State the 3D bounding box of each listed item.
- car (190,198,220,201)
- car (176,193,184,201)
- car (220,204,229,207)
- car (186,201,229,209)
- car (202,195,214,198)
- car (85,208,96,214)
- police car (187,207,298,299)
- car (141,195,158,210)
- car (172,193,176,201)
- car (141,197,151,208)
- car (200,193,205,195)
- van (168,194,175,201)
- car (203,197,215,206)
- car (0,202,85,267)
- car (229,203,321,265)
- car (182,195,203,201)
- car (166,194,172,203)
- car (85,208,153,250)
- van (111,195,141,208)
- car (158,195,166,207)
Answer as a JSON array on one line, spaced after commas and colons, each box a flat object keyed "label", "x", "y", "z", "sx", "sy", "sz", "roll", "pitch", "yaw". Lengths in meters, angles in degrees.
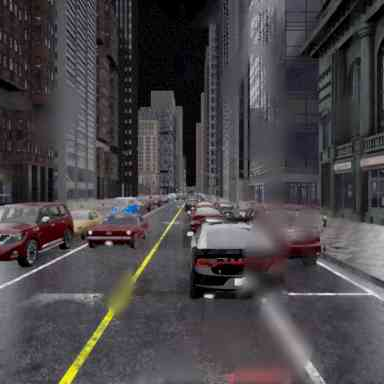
[{"label": "car", "x": 0.933, "y": 1.458, "z": 24.679, "sx": 1.801, "sy": 1.575, "sz": 5.366, "roll": 0, "pitch": 0, "yaw": 0}, {"label": "car", "x": -2.891, "y": 1.266, "z": 85.823, "sx": 2.150, "sy": 2.045, "sz": 5.566, "roll": 0, "pitch": 0, "yaw": 0}, {"label": "car", "x": 2.783, "y": 1.551, "z": 17.219, "sx": 2.008, "sy": 1.369, "sz": 4.403, "roll": 0, "pitch": 0, "yaw": 0}, {"label": "car", "x": 0.803, "y": 1.479, "z": 18.462, "sx": 1.882, "sy": 1.535, "sz": 5.008, "roll": 0, "pitch": 0, "yaw": -2}, {"label": "car", "x": 2.821, "y": 1.455, "z": 45.421, "sx": 1.967, "sy": 1.590, "sz": 4.097, "roll": 0, "pitch": 0, "yaw": 0}, {"label": "car", "x": -5.743, "y": 1.526, "z": 17.054, "sx": 1.752, "sy": 1.417, "sz": 4.829, "roll": 0, "pitch": 0, "yaw": 0}, {"label": "police car", "x": 0.897, "y": 1.425, "z": 8.600, "sx": 1.930, "sy": 1.638, "sz": 5.238, "roll": 0, "pitch": 0, "yaw": 0}, {"label": "car", "x": -5.712, "y": 1.325, "z": 39.787, "sx": 2.192, "sy": 1.841, "sz": 5.009, "roll": 0, "pitch": 0, "yaw": 0}, {"label": "car", "x": -5.657, "y": 1.590, "z": 79.272, "sx": 2.008, "sy": 1.369, "sz": 4.403, "roll": 0, "pitch": 0, "yaw": 0}, {"label": "car", "x": -5.719, "y": 1.558, "z": 34.146, "sx": 2.008, "sy": 1.369, "sz": 4.403, "roll": 0, "pitch": 0, "yaw": 0}, {"label": "car", "x": 2.861, "y": 1.580, "z": 73.624, "sx": 1.887, "sy": 1.381, "sz": 4.507, "roll": 0, "pitch": 0, "yaw": 0}, {"label": "van", "x": -5.642, "y": 1.389, "z": 90.554, "sx": 1.690, "sy": 1.788, "sz": 3.998, "roll": 0, "pitch": 0, "yaw": 0}, {"label": "car", "x": 2.837, "y": 1.589, "z": 56.702, "sx": 1.947, "sy": 1.339, "sz": 4.313, "roll": 0, "pitch": 0, "yaw": 0}, {"label": "car", "x": -5.751, "y": 1.314, "z": 11.584, "sx": 2.192, "sy": 1.841, "sz": 5.009, "roll": 0, "pitch": 0, "yaw": 0}, {"label": "car", "x": 2.774, "y": 1.315, "z": 11.579, "sx": 2.192, "sy": 1.841, "sz": 5.009, "roll": 0, "pitch": 0, "yaw": 0}, {"label": "car", "x": 0.087, "y": 1.506, "z": 45.591, "sx": 2.128, "sy": 1.511, "sz": 4.902, "roll": 0, "pitch": 0, "yaw": 1}, {"label": "car", "x": -5.672, "y": 1.597, "z": 67.991, "sx": 1.947, "sy": 1.339, "sz": 4.313, "roll": 0, "pitch": 0, "yaw": 0}, {"label": "car", "x": -3.080, "y": 1.601, "z": 14.572, "sx": 1.895, "sy": 1.301, "sz": 4.718, "roll": 0, "pitch": 0, "yaw": 0}, {"label": "van", "x": -5.728, "y": 1.345, "z": 28.506, "sx": 1.690, "sy": 1.788, "sz": 3.998, "roll": 0, "pitch": 0, "yaw": 0}, {"label": "car", "x": -5.697, "y": 1.334, "z": 51.069, "sx": 2.192, "sy": 1.841, "sz": 5.009, "roll": 0, "pitch": 0, "yaw": 0}]
